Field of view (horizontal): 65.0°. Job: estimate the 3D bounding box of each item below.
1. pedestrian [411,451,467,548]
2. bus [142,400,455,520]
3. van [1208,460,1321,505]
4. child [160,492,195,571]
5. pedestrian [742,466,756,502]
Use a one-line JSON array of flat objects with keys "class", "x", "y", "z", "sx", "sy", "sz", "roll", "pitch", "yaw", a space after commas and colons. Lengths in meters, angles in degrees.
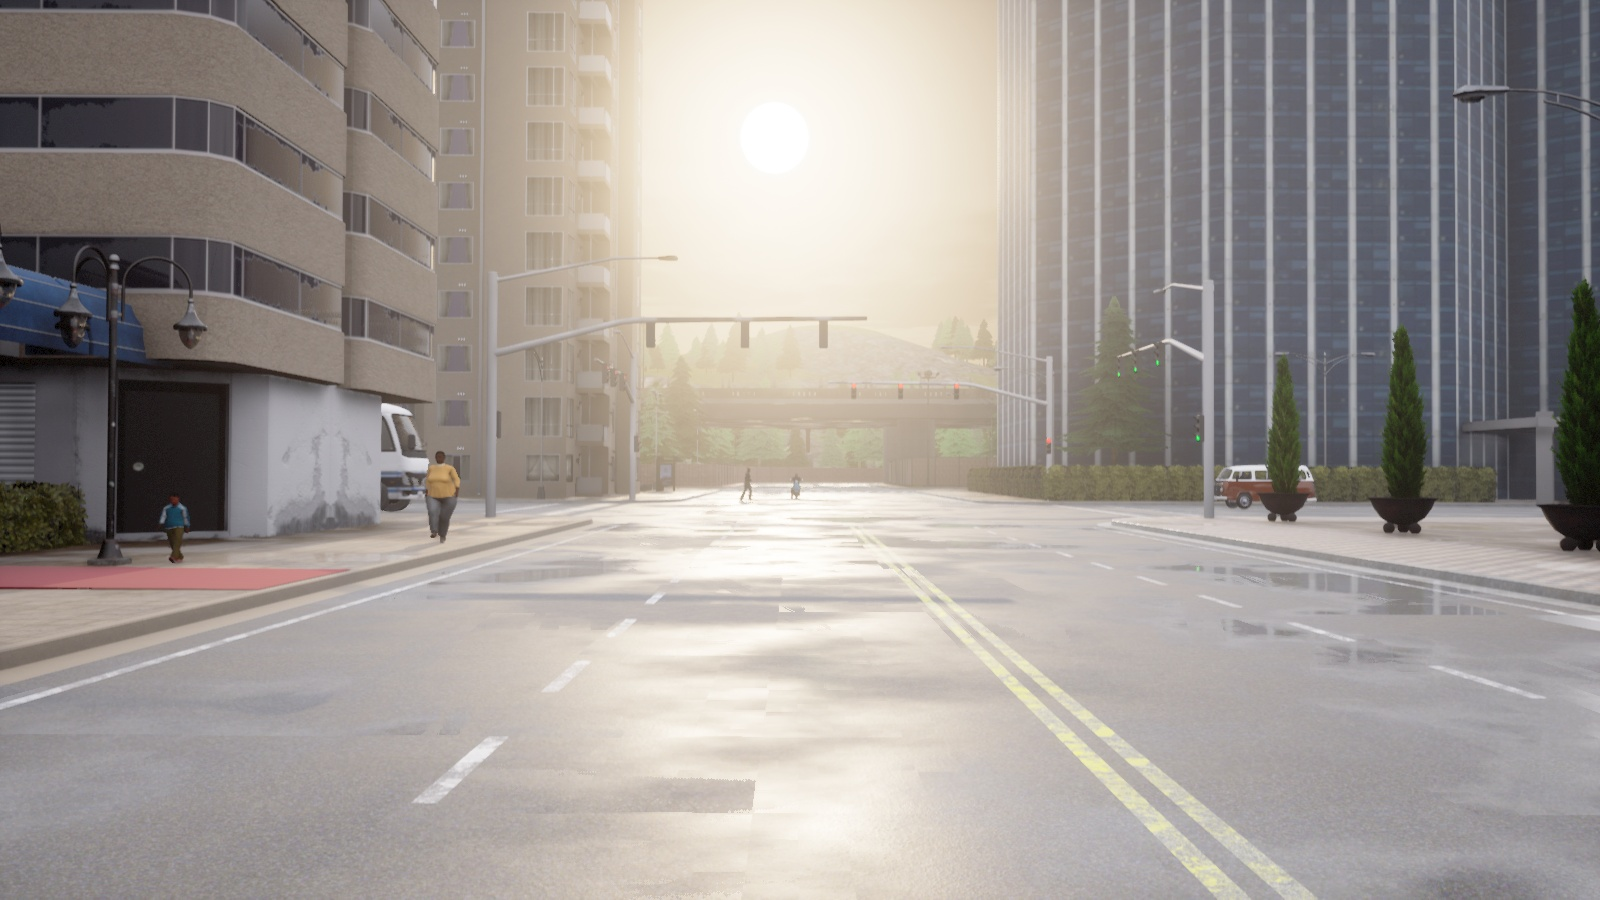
[{"class": "pedestrian", "x": -7.063, "y": 0.952, "z": 24.608, "sx": 0.874, "sy": 1.855, "sz": 0.900, "roll": 0, "pitch": -1, "yaw": -4}, {"class": "bus", "x": -18.774, "y": 0.384, "z": 47.634, "sx": 10.273, "sy": 4.253, "sz": 3.944, "roll": -1, "pitch": -1, "yaw": -1}, {"class": "van", "x": 21.638, "y": 1.522, "z": 58.627, "sx": 4.480, "sy": 2.038, "sz": 2.069, "roll": 0, "pitch": -1, "yaw": -1}, {"class": "child", "x": -9.561, "y": 1.246, "z": 19.292, "sx": 0.343, "sy": 1.192, "sz": 0.448, "roll": 0, "pitch": -1, "yaw": -8}, {"class": "pedestrian", "x": -2.785, "y": 1.838, "z": 68.084, "sx": 0.666, "sy": 1.930, "sz": 0.402, "roll": -1, "pitch": -1, "yaw": 15}]
